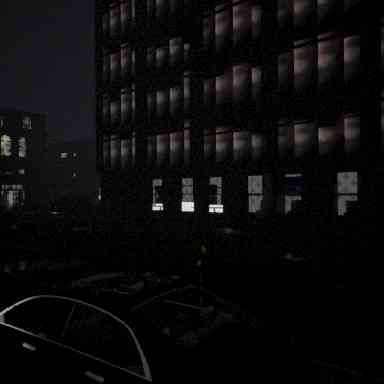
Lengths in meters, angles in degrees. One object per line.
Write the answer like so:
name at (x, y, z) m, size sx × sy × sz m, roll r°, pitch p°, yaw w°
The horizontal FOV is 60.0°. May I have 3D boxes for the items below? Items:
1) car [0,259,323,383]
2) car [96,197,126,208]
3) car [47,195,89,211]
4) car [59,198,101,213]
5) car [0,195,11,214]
car at (-0.955, 1.551, 3.557) m, size 4.403 × 1.369 × 2.008 m, roll 0°, pitch 0°, yaw 35°
car at (-12.416, 1.643, 51.170) m, size 1.967 × 1.590 × 4.097 m, roll -1°, pitch -1°, yaw 36°
car at (-15.581, 1.366, 42.470) m, size 2.150 × 2.045 × 5.566 m, roll 0°, pitch -1°, yaw 37°
car at (-12.190, 1.684, 37.264) m, size 1.802 × 1.307 × 4.206 m, roll -1°, pitch -1°, yaw 36°
car at (-21.696, 1.315, 34.166) m, size 2.150 × 2.045 × 5.566 m, roll 0°, pitch -1°, yaw 36°
